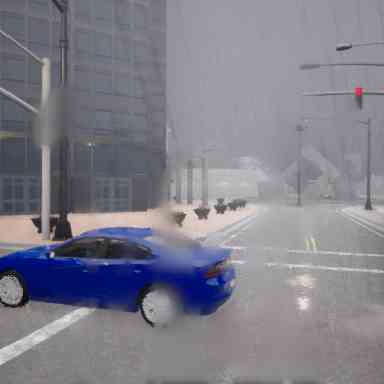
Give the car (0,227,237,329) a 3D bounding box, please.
[{"bbox_3d":[-1.631,1.456,6.709,5.008,1.535,1.882,0,0,17],"label":"car"}]
